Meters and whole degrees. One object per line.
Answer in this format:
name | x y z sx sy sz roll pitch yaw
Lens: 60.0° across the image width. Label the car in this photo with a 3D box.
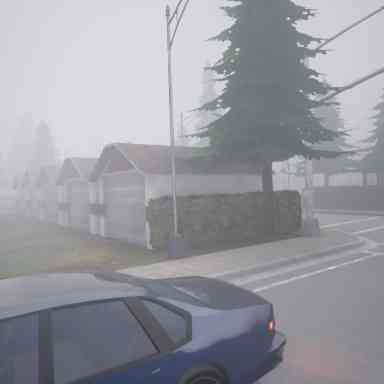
car | -1.539 1.532 2.868 5.357 1.411 2.033 -2 1 -34
